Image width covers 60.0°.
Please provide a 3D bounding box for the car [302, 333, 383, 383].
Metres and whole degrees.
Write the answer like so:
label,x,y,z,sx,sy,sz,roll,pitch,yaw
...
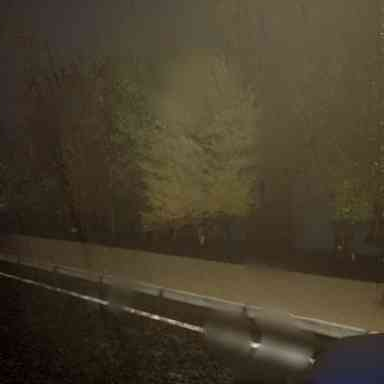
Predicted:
label,x,y,z,sx,sy,sz,roll,pitch,yaw
car,2.662,1.556,1.771,4.181,1.385,1.994,0,0,36
